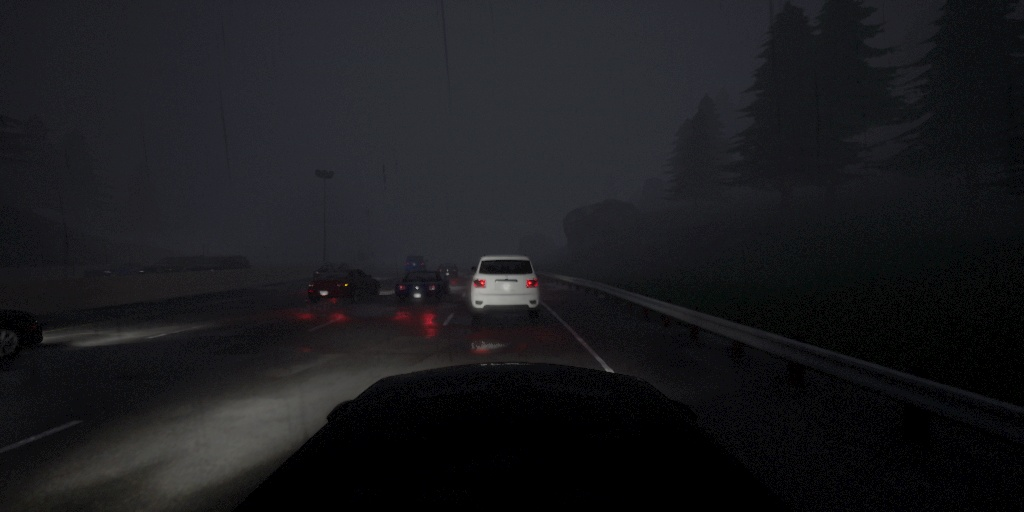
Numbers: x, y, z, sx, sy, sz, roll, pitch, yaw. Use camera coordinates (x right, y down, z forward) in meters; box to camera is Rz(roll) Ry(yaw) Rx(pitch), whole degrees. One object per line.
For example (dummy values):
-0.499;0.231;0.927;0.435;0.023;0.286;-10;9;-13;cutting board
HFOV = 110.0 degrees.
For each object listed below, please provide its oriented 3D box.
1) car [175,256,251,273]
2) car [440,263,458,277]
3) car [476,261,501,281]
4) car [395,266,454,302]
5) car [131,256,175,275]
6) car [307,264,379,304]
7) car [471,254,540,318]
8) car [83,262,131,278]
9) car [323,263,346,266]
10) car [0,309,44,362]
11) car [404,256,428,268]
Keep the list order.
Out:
-23.093;1.000;28.345;2.150;2.045;5.566;0;0;-8;car
-6.228;1.346;34.884;1.895;1.301;4.718;0;0;-9;car
-2.184;1.244;31.507;1.837;1.490;4.892;0;0;-8;car
-4.088;1.351;17.126;1.895;1.301;4.718;0;0;-4;car
-26.695;1.007;28.821;2.150;2.045;5.566;0;0;-8;car
-7.560;1.282;16.416;1.812;1.442;4.674;0;0;-4;car
-0.316;0.966;13.161;2.150;2.045;5.566;0;0;-3;car
-34.143;1.276;31.257;1.882;1.535;5.008;0;0;-9;car
-11.867;1.252;24.607;2.128;1.511;4.902;0;0;-6;car
-10.520;1.272;5.267;1.837;1.490;4.892;0;0;-1;car
-10.697;0.972;40.055;2.150;2.045;5.566;0;0;-11;car
